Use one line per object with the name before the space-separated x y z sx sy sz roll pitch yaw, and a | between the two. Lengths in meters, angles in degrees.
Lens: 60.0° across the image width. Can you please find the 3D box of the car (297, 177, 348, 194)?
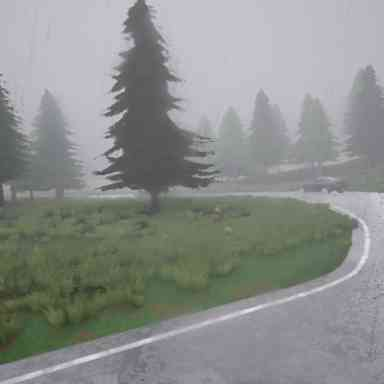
car | 11.575 -0.562 29.870 1.837 1.490 4.892 -4 3 -23

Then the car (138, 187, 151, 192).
car | -5.194 -0.048 43.955 1.837 1.490 4.892 -7 4 -44
